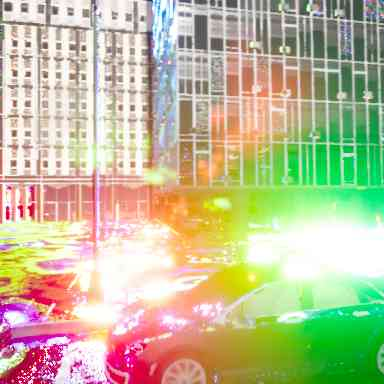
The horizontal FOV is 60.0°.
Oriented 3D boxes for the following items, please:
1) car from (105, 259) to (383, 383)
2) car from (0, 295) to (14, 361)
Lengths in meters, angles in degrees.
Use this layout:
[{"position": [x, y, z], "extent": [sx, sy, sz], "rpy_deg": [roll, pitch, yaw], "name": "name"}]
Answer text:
[{"position": [1.071, 1.676, 4.593], "extent": [4.403, 1.369, 2.008], "rpy_deg": [0, -2, -11], "name": "car"}, {"position": [-4.368, 1.599, 3.581], "extent": [4.097, 1.590, 1.967], "rpy_deg": [0, -2, -11], "name": "car"}]
